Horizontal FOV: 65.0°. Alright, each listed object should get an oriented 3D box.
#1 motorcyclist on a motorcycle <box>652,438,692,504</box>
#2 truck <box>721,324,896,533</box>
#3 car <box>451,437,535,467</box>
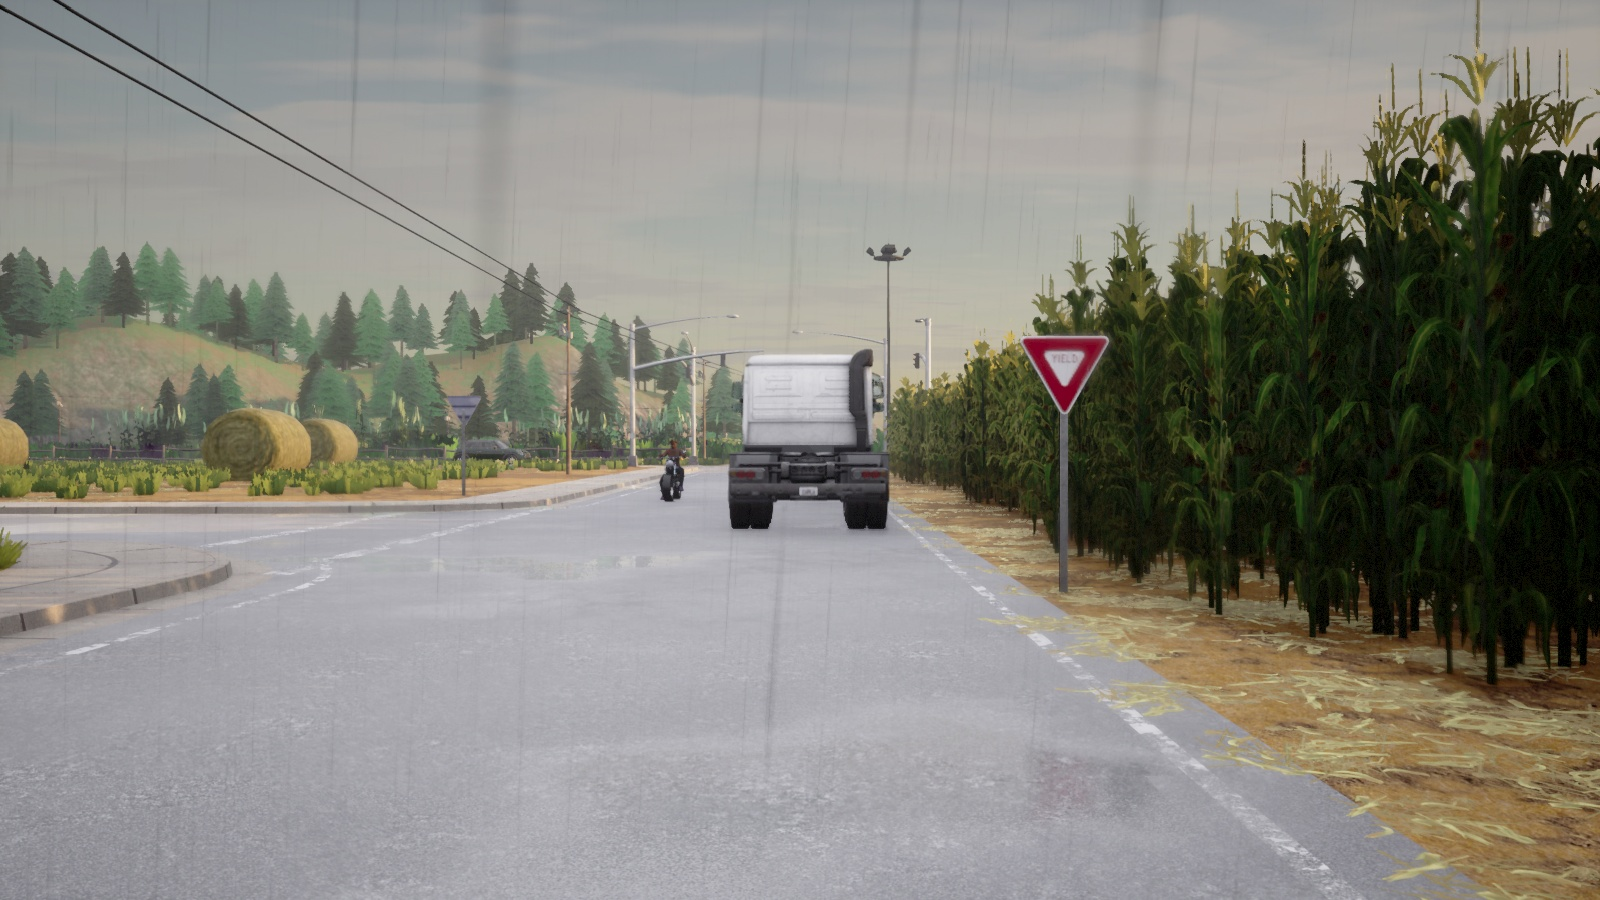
[{"bbox_3d":[-3.312,0.510,32.688,0.766,1.649,2.350,0,0,1],"label":"motorcyclist on a motorcycle"},{"bbox_3d":[0.158,-0.375,24.790,2.891,3.462,7.936,0,0,0],"label":"truck"},{"bbox_3d":[-18.604,0.125,76.230,4.553,1.767,2.097,0,0,3],"label":"car"}]
